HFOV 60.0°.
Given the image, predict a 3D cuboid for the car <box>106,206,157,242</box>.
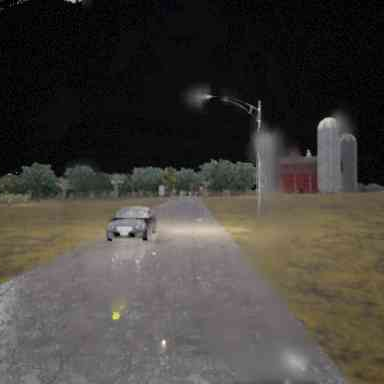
[{"bbox_3d":[-2.808,1.457,16.297,2.128,1.511,4.902,0,0,0],"label":"car"}]
